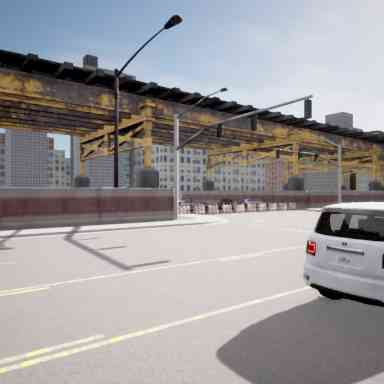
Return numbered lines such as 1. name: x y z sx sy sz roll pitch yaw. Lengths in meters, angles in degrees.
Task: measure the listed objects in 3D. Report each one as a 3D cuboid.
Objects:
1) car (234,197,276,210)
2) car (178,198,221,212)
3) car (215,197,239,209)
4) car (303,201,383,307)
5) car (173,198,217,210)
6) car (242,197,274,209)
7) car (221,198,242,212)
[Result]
1. car: 8.085 1.453 43.000 4.974 1.542 2.038 0 0 -7
2. car: 0.414 1.453 36.573 4.974 1.542 2.038 0 0 8
3. car: 4.181 1.295 39.299 1.853 1.218 4.536 0 0 18
4. car: 4.766 1.221 7.157 5.566 2.045 2.150 0 0 -35
5. car: 0.363 1.295 36.580 4.536 1.218 1.853 0 0 8
6. car: 8.033 1.295 42.993 4.536 1.218 1.853 0 0 -7
7. car: 4.166 1.453 39.249 2.038 1.542 4.974 0 0 18
